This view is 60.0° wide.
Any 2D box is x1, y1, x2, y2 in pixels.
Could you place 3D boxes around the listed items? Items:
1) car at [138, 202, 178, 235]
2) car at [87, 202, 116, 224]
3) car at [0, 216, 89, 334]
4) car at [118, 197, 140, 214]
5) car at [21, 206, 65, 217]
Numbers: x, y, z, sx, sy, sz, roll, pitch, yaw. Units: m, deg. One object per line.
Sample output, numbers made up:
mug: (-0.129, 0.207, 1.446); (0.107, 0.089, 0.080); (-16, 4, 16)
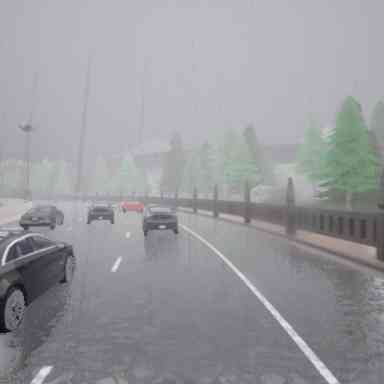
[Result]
car: (-1.941, 1.510, 19.134); (1.837, 1.490, 4.892); (0, 0, -11)
car: (-6.903, 1.527, 25.343); (1.837, 1.490, 4.892); (0, 0, -14)
car: (-3.827, 1.505, 6.695); (2.128, 1.511, 4.902); (0, 0, -3)
car: (-6.833, 1.373, 36.739); (2.097, 1.767, 4.553); (0, 0, -20)
car: (-9.463, 1.580, 21.343); (2.033, 1.411, 5.357); (0, 0, -13)
